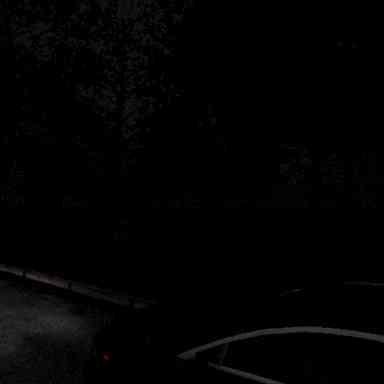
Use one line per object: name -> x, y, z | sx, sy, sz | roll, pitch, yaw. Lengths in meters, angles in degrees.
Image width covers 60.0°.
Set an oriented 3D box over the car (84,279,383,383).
car -> 1.198, 1.489, 2.524 | 4.902, 1.511, 2.128 | 0, 0, 35
